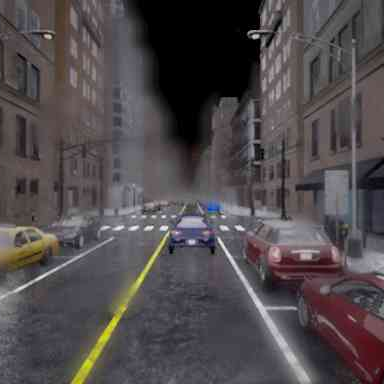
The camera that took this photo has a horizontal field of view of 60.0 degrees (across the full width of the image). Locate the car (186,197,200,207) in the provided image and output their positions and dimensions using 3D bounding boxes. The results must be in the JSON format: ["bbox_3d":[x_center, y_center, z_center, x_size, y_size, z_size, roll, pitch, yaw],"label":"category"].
[{"bbox_3d":[-0.010,2.161,66.640,2.033,1.411,5.357,0,0,0],"label":"car"}]

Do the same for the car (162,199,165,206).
[{"bbox_3d":[-5.396,1.989,47.886,1.887,1.381,4.507,0,-1,0],"label":"car"}]

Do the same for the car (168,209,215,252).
[{"bbox_3d":[0.002,1.661,14.345,1.812,1.442,4.674,0,0,0],"label":"car"}]

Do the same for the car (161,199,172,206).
[{"bbox_3d":[-5.399,2.213,70.613,1.947,1.339,4.313,0,0,0],"label":"car"}]

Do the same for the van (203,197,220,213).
[{"bbox_3d":[2.630,1.733,42.217,1.690,1.788,3.998,0,-1,0],"label":"van"}]

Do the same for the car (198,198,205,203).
[{"bbox_3d":[2.623,2.392,93.344,2.008,1.369,4.403,0,0,0],"label":"car"}]

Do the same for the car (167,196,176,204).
[{"bbox_3d":[-5.401,2.108,87.660,2.192,1.841,5.009,0,0,0],"label":"car"}]

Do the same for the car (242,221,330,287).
[{"bbox_3d":[2.635,1.531,9.617,1.967,1.590,4.097,0,-1,0],"label":"car"}]

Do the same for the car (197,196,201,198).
[{"bbox_3d":[2.626,1.962,70.623,2.192,1.841,5.009,0,0,0],"label":"car"}]

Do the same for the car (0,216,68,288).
[{"bbox_3d":[-5.390,1.614,9.437,1.752,1.417,4.829,0,-1,0],"label":"car"}]

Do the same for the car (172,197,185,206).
[{"bbox_3d":[-2.761,2.189,69.426,1.994,1.385,4.181,0,0,0],"label":"car"}]

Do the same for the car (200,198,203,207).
[{"bbox_3d":[2.629,2.079,53.576,1.802,1.307,4.206,0,-1,0],"label":"car"}]

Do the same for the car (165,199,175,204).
[{"bbox_3d":[-5.400,2.310,81.976,1.947,1.339,4.313,0,0,0],"label":"car"}]

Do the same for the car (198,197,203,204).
[{"bbox_3d":[2.627,2.180,64.939,1.802,1.307,4.206,0,0,0],"label":"car"}]

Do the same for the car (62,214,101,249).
[{"bbox_3d":[-5.391,1.693,15.125,2.008,1.369,4.403,0,-1,0],"label":"car"}]

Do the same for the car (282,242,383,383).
[{"bbox_3d":[2.636,1.621,4.097,1.802,1.307,4.206,0,-1,0],"label":"car"}]

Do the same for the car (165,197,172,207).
[{"bbox_3d":[-5.398,2.122,64.762,1.752,1.417,4.829,0,-1,0],"label":"car"}]

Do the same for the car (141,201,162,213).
[{"bbox_3d":[-5.395,1.943,42.205,2.008,1.369,4.403,0,-1,0],"label":"car"}]
